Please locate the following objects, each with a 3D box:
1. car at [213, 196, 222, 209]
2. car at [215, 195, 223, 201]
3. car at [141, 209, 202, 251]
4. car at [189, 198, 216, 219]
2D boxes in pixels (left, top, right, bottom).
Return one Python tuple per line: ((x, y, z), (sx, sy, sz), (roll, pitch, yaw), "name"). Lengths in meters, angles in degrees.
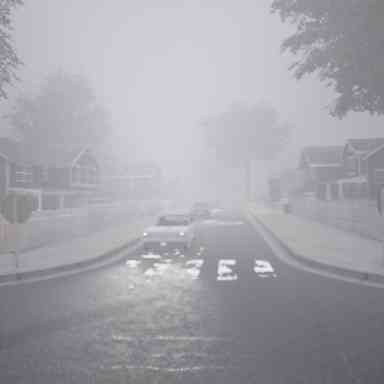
((2.769, 1.710, 46.710), (1.994, 1.385, 4.181), (-1, 0, 6), "car")
((5.712, 1.421, 72.691), (2.097, 1.767, 4.553), (-1, 0, 6), "car")
((-0.854, 1.691, 14.873), (1.895, 1.301, 4.718), (-1, 0, 7), "car")
((0.882, 1.623, 30.157), (1.837, 1.490, 4.892), (-1, -1, 6), "car")
